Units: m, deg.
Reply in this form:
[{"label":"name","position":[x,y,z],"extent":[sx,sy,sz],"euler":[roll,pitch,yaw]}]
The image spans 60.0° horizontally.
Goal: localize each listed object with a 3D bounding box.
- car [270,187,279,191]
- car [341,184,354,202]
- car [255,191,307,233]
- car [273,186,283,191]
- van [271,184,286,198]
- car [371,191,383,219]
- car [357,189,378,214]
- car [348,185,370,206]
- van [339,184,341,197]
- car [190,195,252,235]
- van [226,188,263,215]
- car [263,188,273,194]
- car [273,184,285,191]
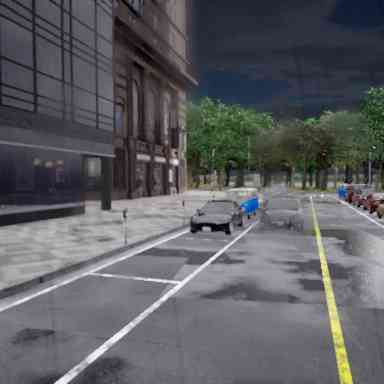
[{"label":"car","position":[6.687,0.538,30.842],"extent":[1.947,1.339,4.313],"euler":[0,2,19]},{"label":"car","position":[16.526,0.160,33.156],"extent":[2.192,1.841,5.009],"euler":[0,2,19]},{"label":"car","position":[4.410,0.961,15.941],"extent":[1.837,1.490,4.892],"euler":[0,3,19]},{"label":"car","position":[8.423,0.330,35.812],"extent":[1.752,1.417,4.829],"euler":[0,2,19]},{"label":"van","position":[12.062,-0.204,46.228],"extent":[1.690,1.788,3.998],"euler":[0,2,19]},{"label":"car","position":[11.208,0.883,17.930],"extent":[1.752,1.417,4.829],"euler":[0,2,19]},{"label":"car","position":[12.944,0.735,22.901],"extent":[1.887,1.381,4.507],"euler":[0,2,19]},{"label":"car","position":[14.735,0.457,28.028],"extent":[1.967,1.590,4.097],"euler":[0,2,19]},{"label":"van","position":[18.319,0.014,38.287],"extent":[1.690,1.788,3.998],"euler":[0,2,19]},{"label":"car","position":[1.311,1.057,15.450],"extent":[1.947,1.339,4.313],"euler":[0,2,19]},{"label":"van","position":[3.102,0.659,20.573],"extent":[1.690,1.788,3.998],"euler":[0,2,19]},{"label":"car","position":[4.839,0.675,25.550],"extent":[1.752,1.417,4.829],"euler":[0,2,19]},{"label":"car","position":[10.271,0.067,41.100],"extent":[1.967,1.590,4.097],"euler":[0,2,19]}]
